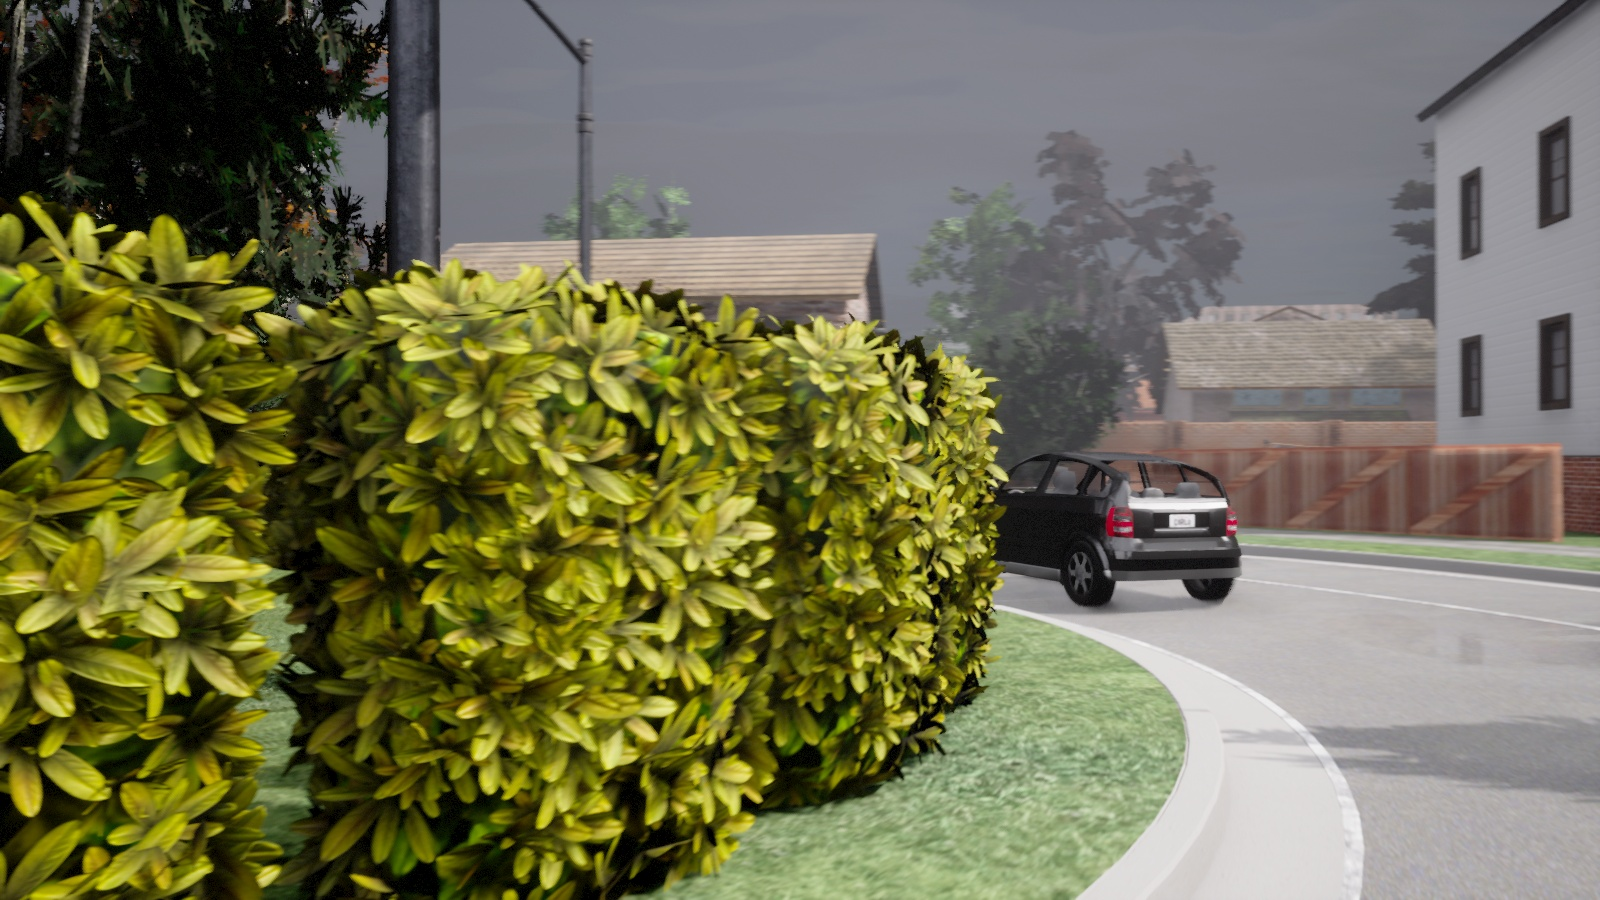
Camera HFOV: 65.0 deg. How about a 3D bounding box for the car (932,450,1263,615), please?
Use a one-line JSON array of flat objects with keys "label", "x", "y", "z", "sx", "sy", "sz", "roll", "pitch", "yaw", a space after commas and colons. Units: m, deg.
[{"label": "car", "x": 3.097, "y": 0.790, "z": 13.855, "sx": 1.789, "sy": 1.549, "sz": 3.705, "roll": 0, "pitch": 0, "yaw": -20}]
